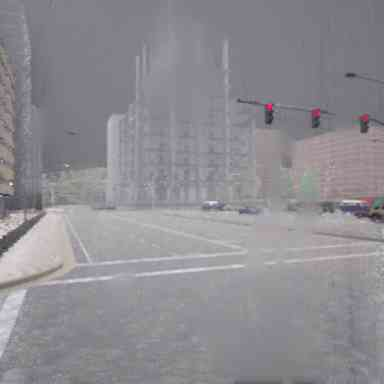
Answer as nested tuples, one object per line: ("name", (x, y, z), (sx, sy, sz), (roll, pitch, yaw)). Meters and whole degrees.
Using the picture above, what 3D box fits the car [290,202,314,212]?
("car", (21.681, 2.880, 65.602), (1.932, 1.855, 4.605), (0, -2, -22))

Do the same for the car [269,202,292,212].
("car", (16.515, 3.103, 63.495), (1.970, 1.475, 3.806), (0, -2, -22))

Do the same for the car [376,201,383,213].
("car", (32.386, 2.446, 53.649), (1.932, 1.855, 4.605), (0, -2, -22))

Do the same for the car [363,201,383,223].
("car", (17.911, 1.856, 29.101), (1.932, 1.855, 4.605), (0, -2, -22))

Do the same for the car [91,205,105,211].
("car", (-25.539, 4.427, 90.439), (1.895, 1.301, 4.718), (0, -2, -22))

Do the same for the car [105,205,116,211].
("car", (-22.188, 4.310, 91.555), (1.882, 1.535, 5.008), (0, -2, -22))

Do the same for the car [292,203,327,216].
("car", (16.711, 2.635, 47.337), (1.970, 1.475, 3.806), (0, -2, -22))

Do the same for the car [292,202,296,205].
("car", (19.207, 3.080, 64.561), (1.784, 1.438, 3.905), (0, -2, -22))
